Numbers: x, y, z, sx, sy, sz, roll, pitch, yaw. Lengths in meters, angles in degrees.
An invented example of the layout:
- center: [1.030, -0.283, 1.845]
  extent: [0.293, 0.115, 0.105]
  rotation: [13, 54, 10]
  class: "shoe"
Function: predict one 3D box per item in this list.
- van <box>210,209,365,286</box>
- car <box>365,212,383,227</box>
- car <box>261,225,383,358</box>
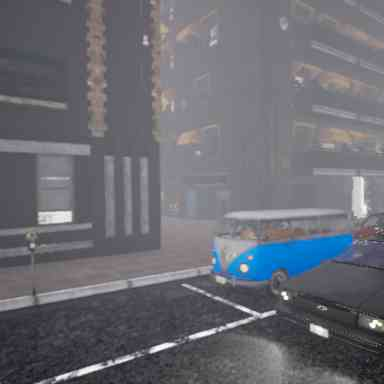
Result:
- center: [2.319, 1.325, 8.221]
  extent: [3.998, 1.788, 1.690]
  rotation: [0, -1, -35]
  class: "van"
- center: [6.729, 1.424, 11.349]
  extent: [4.097, 1.590, 1.967]
  rotation: [0, -1, -35]
  class: "car"
- center: [3.939, 1.538, 6.174]
  extent: [5.357, 1.411, 2.033]
  rotation: [0, 0, -35]
  class: "car"
